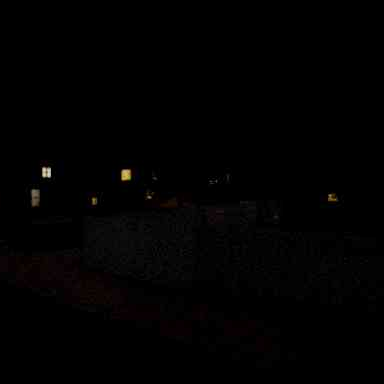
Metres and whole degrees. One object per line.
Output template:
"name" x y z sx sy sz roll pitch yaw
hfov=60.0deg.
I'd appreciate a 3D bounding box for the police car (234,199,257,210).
"police car" 6.367 1.645 40.204 2.038 1.542 4.974 -1 -1 34
